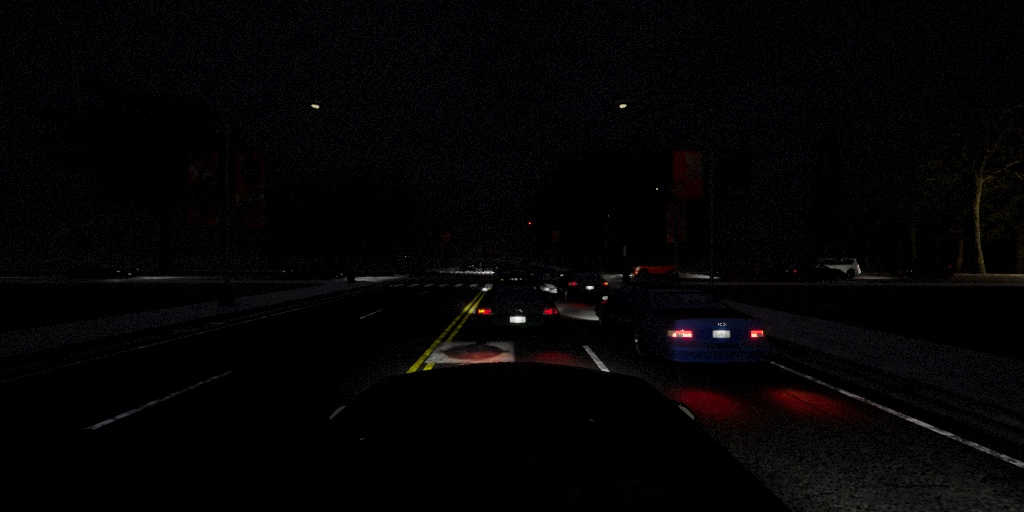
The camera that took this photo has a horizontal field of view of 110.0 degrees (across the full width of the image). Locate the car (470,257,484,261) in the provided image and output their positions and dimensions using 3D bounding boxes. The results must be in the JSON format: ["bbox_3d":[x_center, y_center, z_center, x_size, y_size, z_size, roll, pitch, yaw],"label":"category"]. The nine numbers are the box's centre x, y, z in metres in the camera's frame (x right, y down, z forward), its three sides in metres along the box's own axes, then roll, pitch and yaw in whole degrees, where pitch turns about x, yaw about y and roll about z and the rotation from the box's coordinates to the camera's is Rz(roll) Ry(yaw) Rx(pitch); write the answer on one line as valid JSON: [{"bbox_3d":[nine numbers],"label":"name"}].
[{"bbox_3d":[-6.530,1.194,62.014,2.150,2.045,5.566,0,0,0],"label":"car"}]

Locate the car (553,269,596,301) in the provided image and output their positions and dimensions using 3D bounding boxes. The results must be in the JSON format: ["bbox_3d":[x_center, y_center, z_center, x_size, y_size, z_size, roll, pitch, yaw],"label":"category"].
[{"bbox_3d":[3.363,1.340,17.512,1.994,1.385,4.181,0,0,0],"label":"car"}]

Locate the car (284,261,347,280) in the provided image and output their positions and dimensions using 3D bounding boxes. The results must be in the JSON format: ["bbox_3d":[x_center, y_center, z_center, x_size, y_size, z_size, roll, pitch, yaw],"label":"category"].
[{"bbox_3d":[-16.173,1.330,30.000,4.181,1.385,1.994,0,0,3],"label":"car"}]

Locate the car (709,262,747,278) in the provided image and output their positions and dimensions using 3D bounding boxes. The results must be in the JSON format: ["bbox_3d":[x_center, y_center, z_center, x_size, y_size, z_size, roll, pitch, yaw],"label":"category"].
[{"bbox_3d":[23.246,1.522,37.109,4.181,1.385,1.994,0,0,-2],"label":"car"}]

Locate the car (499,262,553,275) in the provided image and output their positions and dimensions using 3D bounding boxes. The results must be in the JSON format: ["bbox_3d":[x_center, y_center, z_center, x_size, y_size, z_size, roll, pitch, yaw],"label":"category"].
[{"bbox_3d":[1.274,1.418,30.245,4.718,1.301,1.895,0,0,0],"label":"car"}]

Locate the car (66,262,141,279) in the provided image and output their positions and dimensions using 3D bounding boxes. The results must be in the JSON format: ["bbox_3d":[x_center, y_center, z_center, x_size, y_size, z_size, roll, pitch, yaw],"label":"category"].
[{"bbox_3d":[-34.305,1.229,29.972,4.674,1.442,1.812,0,0,0],"label":"car"}]

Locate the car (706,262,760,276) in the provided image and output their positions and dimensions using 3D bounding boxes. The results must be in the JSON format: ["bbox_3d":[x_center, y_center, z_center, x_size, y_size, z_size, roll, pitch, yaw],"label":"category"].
[{"bbox_3d":[24.817,1.476,40.355,4.892,1.490,1.837,0,0,-1],"label":"car"}]

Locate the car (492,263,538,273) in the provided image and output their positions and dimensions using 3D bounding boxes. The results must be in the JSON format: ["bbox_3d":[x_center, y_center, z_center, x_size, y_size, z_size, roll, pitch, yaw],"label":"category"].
[{"bbox_3d":[0.105,1.284,18.525,1.837,1.490,4.892,0,0,0],"label":"car"}]

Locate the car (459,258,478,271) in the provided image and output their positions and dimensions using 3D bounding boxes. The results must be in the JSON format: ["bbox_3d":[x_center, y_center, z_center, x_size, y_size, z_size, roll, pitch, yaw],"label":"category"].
[{"bbox_3d":[-6.548,1.417,52.164,1.837,1.490,4.892,0,0,0],"label":"car"}]

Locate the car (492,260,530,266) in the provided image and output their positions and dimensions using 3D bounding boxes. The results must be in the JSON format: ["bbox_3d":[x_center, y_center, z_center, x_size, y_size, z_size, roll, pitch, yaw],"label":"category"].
[{"bbox_3d":[0.868,1.319,33.495,4.902,1.511,2.128,0,0,0],"label":"car"}]

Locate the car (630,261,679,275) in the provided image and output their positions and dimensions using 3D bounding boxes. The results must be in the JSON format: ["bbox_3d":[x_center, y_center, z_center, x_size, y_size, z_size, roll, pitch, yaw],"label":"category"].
[{"bbox_3d":[14.612,1.266,37.017,4.553,1.767,2.097,0,0,-1],"label":"car"}]

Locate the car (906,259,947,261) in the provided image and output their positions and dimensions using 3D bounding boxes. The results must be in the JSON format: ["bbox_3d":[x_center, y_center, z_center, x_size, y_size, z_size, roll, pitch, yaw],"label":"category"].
[{"bbox_3d":[45.939,1.329,40.456,5.566,2.045,2.150,0,0,0],"label":"car"}]

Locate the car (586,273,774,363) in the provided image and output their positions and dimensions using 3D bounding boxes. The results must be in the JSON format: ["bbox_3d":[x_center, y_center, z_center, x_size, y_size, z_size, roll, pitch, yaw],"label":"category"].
[{"bbox_3d":[3.356,1.303,8.269,2.033,1.411,5.357,0,0,0],"label":"car"}]

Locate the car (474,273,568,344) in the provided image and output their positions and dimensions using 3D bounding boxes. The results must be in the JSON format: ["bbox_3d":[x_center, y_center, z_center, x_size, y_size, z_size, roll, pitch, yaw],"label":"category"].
[{"bbox_3d":[0.110,1.321,9.619,1.994,1.385,4.181,0,0,0],"label":"car"}]

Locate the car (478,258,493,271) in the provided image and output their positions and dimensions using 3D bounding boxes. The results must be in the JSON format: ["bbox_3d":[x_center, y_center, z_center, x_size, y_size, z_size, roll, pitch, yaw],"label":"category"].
[{"bbox_3d":[-3.296,1.406,52.714,2.128,1.511,4.902,0,0,0],"label":"car"}]

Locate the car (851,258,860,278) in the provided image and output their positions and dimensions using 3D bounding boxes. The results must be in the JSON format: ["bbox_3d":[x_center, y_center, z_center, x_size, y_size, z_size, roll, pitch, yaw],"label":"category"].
[{"bbox_3d":[32.688,1.231,37.161,5.566,2.045,2.150,0,0,0],"label":"car"}]

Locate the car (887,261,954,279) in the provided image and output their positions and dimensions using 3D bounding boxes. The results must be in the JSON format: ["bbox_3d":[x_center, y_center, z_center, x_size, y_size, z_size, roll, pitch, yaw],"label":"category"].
[{"bbox_3d":[42.671,1.568,37.208,4.902,1.511,2.128,0,0,0],"label":"car"}]

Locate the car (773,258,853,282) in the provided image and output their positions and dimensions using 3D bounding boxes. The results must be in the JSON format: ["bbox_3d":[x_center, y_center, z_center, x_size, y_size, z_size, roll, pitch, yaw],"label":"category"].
[{"bbox_3d":[25.425,1.310,30.410,4.553,1.767,2.097,0,0,0],"label":"car"}]

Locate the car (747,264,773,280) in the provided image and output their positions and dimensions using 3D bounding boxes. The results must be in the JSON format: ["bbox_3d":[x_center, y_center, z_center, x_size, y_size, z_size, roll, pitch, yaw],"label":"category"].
[{"bbox_3d":[25.474,1.441,33.673,5.008,1.535,1.882,0,0,-1],"label":"car"}]
